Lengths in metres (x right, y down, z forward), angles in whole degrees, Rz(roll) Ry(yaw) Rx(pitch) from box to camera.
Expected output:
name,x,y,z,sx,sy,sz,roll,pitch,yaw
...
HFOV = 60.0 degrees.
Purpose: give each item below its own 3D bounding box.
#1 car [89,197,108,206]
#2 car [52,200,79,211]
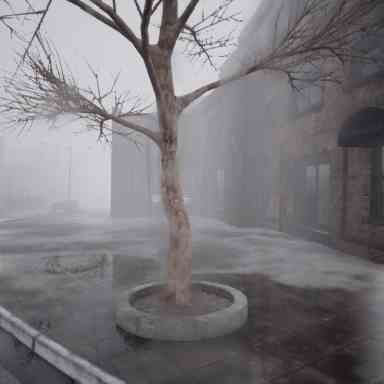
name,x,y,z,sx,sy,sz,roll,pitch,yaw
car,-17.850,1.685,63.408,2.097,1.767,4.553,1,0,8
car,-16.914,1.735,44.386,1.812,1.442,4.674,1,0,8
